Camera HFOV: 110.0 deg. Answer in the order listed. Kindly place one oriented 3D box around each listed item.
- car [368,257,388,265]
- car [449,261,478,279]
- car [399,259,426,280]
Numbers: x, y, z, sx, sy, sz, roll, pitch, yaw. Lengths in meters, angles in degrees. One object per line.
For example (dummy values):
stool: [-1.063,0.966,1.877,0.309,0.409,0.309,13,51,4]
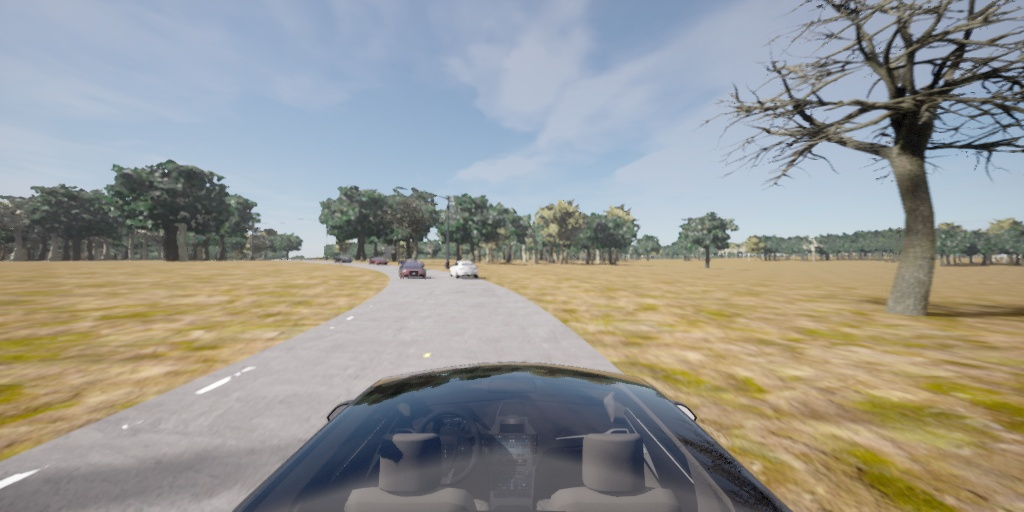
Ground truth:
car: [-22.810,0.859,60.978,1.994,1.385,4.181,1,0,-45]
car: [-4.203,1.162,31.235,1.812,1.442,4.674,0,0,-20]
car: [-8.323,1.187,29.873,1.994,1.385,4.181,0,0,-20]
